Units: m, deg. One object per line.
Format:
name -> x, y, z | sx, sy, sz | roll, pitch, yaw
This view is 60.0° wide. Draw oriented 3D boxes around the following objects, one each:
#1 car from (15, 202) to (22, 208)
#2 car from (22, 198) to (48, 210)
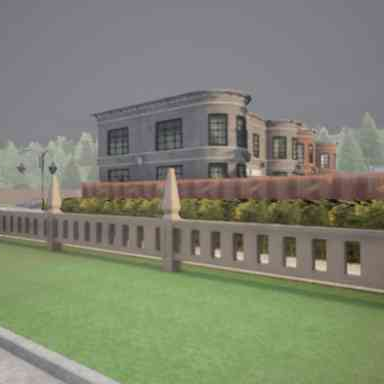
car -> -25.156, 1.782, 52.343 | 2.128, 1.511, 4.902 | 0, 0, 36
car -> -20.712, 1.602, 46.590 | 2.097, 1.767, 4.553 | 0, 0, 36
